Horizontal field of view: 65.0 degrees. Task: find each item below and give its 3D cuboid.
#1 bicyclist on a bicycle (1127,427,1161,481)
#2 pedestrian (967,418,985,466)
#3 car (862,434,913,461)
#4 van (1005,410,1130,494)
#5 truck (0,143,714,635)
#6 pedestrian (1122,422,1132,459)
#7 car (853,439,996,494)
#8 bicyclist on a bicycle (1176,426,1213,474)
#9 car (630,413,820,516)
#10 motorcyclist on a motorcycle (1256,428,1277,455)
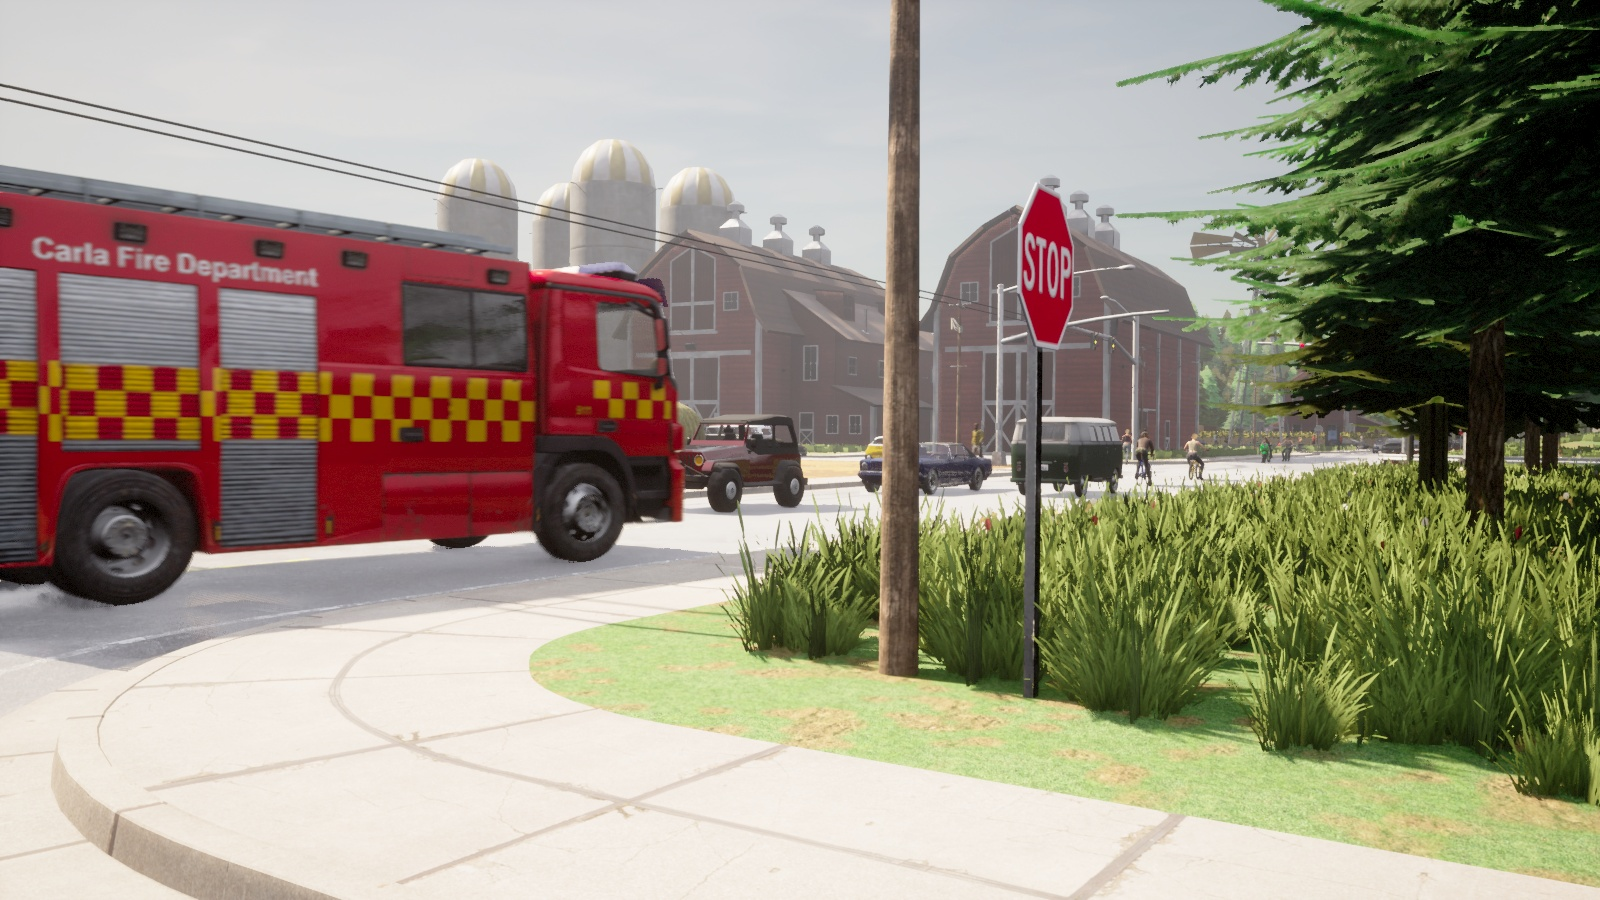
[{"bbox_3d":[10.448,0.104,38.093,0.582,1.620,1.656,0,1,31],"label":"bicyclist on a bicycle"},{"bbox_3d":[6.714,-0.301,47.894,0.370,1.835,0.726,0,1,41],"label":"pedestrian"},{"bbox_3d":[4.517,-0.138,64.968,2.207,1.376,1.481,0,1,30],"label":"car"},{"bbox_3d":[6.932,0.016,32.205,1.775,1.987,4.442,0,1,31],"label":"van"},{"bbox_3d":[-4.940,-0.537,13.539,2.891,3.827,8.468,0,1,40],"label":"truck"},{"bbox_3d":[16.684,-0.484,64.046,0.345,1.836,0.594,0,1,28],"label":"pedestrian"},{"bbox_3d":[3.359,0.385,33.049,1.895,1.301,4.718,0,1,31],"label":"car"},{"bbox_3d":[13.684,-0.015,43.524,0.866,1.612,1.509,0,1,31],"label":"bicyclist on a bicycle"},{"bbox_3d":[-1.407,0.233,25.069,1.905,1.878,3.866,0,1,31],"label":"car"},{"bbox_3d":[26.969,-0.487,72.584,0.797,1.523,2.044,0,1,31],"label":"motorcyclist on a motorcycle"}]
